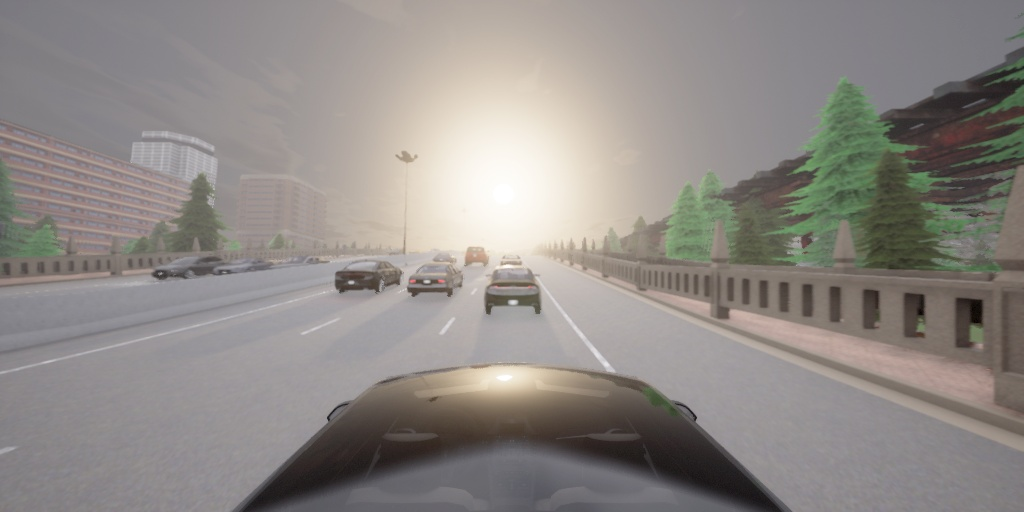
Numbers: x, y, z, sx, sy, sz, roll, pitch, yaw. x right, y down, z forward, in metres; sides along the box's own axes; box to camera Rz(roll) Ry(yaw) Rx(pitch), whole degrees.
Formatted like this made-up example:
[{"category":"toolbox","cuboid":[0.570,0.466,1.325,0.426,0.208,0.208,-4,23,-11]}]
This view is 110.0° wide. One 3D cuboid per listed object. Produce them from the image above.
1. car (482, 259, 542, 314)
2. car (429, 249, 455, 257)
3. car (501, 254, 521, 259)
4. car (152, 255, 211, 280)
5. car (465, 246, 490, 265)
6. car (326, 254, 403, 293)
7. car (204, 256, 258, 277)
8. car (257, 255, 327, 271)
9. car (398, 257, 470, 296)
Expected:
[{"category":"car","cuboid":[0.030,1.091,13.163,2.128,1.511,4.902,0,2,0]},{"category":"car","cuboid":[-7.086,0.296,37.878,1.994,1.385,4.181,0,2,0]},{"category":"car","cuboid":[-0.062,0.504,32.947,1.895,1.301,4.718,0,2,0]},{"category":"car","cuboid":[-21.210,0.730,24.037,1.837,1.490,4.892,0,2,0]},{"category":"car","cuboid":[-3.581,-0.025,37.237,2.150,2.045,5.566,0,2,0]},{"category":"car","cuboid":[-6.985,0.909,18.024,1.882,1.535,5.008,0,2,0]},{"category":"car","cuboid":[-17.710,0.787,24.053,1.994,1.385,4.181,0,2,0]},{"category":"car","cuboid":[-14.211,0.709,24.185,2.128,1.511,4.902,0,2,0]},{"category":"car","cuboid":[-3.479,1.009,17.121,2.033,1.411,5.357,0,2,0]}]
